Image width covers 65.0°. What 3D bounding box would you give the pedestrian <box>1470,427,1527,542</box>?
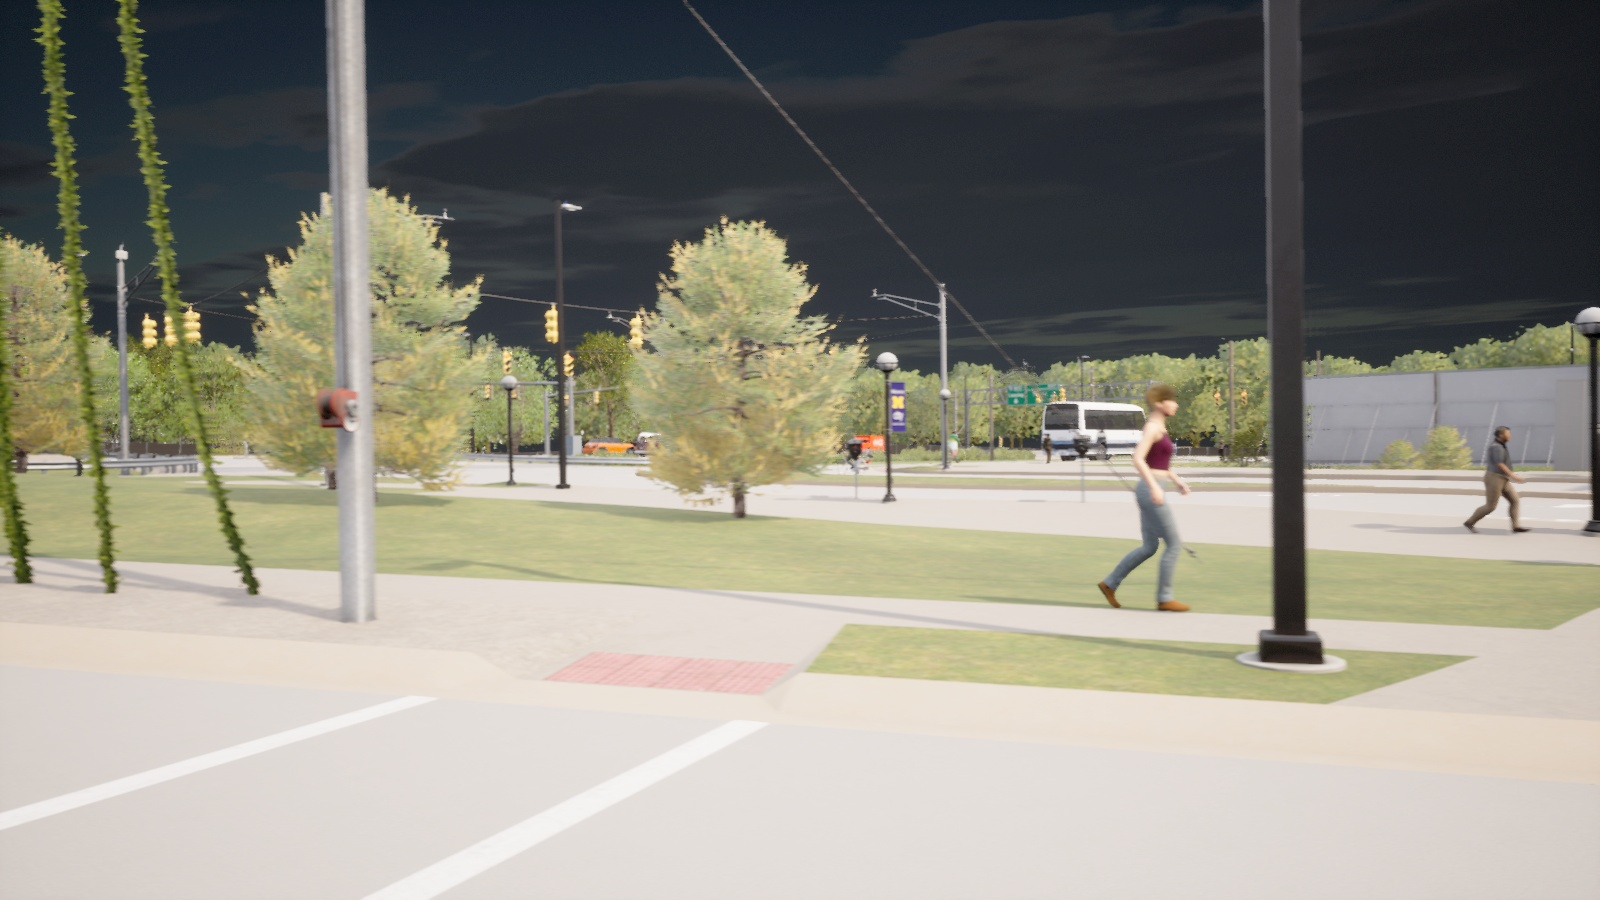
[{"bbox_3d":[11.420,0.545,20.529,0.694,1.848,0.540,0,1,43],"label":"pedestrian"}]

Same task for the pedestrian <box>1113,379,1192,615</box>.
[{"bbox_3d":[2.814,0.364,10.017,0.594,1.836,0.345,0,1,17],"label":"pedestrian"}]

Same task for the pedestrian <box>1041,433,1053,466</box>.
[{"bbox_3d":[14.514,-0.009,73.801,0.395,1.930,0.692,0,1,41],"label":"pedestrian"}]

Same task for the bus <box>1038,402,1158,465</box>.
[{"bbox_3d":[21.568,-1.114,90.388,3.944,4.253,10.273,0,0,43],"label":"bus"}]

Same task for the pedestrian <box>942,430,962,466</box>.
[{"bbox_3d":[8.190,-0.104,67.476,0.659,1.952,0.873,0,1,44],"label":"pedestrian"}]
